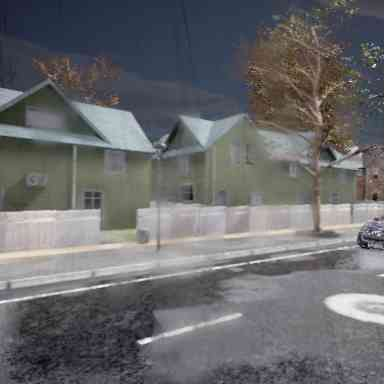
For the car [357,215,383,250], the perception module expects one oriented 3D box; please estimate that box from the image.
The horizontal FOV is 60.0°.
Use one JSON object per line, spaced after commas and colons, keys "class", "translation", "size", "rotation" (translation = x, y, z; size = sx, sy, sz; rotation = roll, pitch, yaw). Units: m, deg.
{"class": "car", "translation": [8.923, 1.488, 13.860], "size": [4.553, 1.767, 2.097], "rotation": [1, 0, -34]}
